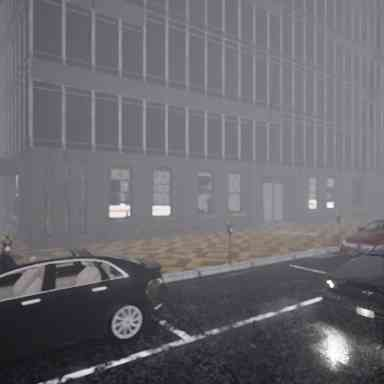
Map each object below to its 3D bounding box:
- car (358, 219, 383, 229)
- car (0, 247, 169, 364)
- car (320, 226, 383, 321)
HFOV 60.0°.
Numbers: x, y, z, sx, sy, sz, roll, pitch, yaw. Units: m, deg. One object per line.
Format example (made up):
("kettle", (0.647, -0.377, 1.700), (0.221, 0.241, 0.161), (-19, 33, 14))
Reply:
("car", (6.831, 1.607, 11.442), (4.206, 1.307, 1.802), (0, 0, -36))
("car", (-2.433, 1.552, 4.825), (4.403, 1.369, 2.008), (0, 0, -36))
("car", (4.969, 1.564, 6.928), (5.357, 1.411, 2.033), (0, 0, -36))
